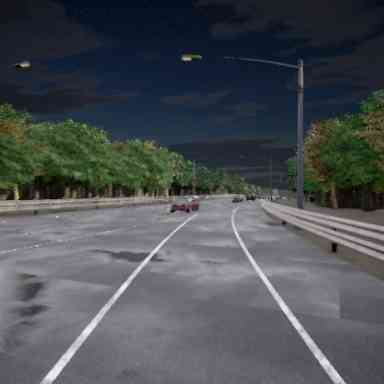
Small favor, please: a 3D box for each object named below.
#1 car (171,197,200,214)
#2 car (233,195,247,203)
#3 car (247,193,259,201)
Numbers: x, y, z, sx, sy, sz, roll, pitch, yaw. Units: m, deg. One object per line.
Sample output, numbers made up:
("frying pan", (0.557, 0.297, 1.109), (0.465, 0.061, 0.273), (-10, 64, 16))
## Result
("car", (-0.638, 1.355, 36.003), (2.097, 1.767, 4.553), (0, 0, 18))
("car", (9.590, 1.555, 68.251), (1.837, 1.490, 4.892), (0, 0, 17))
("car", (15.383, 1.302, 86.670), (2.150, 2.045, 5.566), (0, 0, 17))
